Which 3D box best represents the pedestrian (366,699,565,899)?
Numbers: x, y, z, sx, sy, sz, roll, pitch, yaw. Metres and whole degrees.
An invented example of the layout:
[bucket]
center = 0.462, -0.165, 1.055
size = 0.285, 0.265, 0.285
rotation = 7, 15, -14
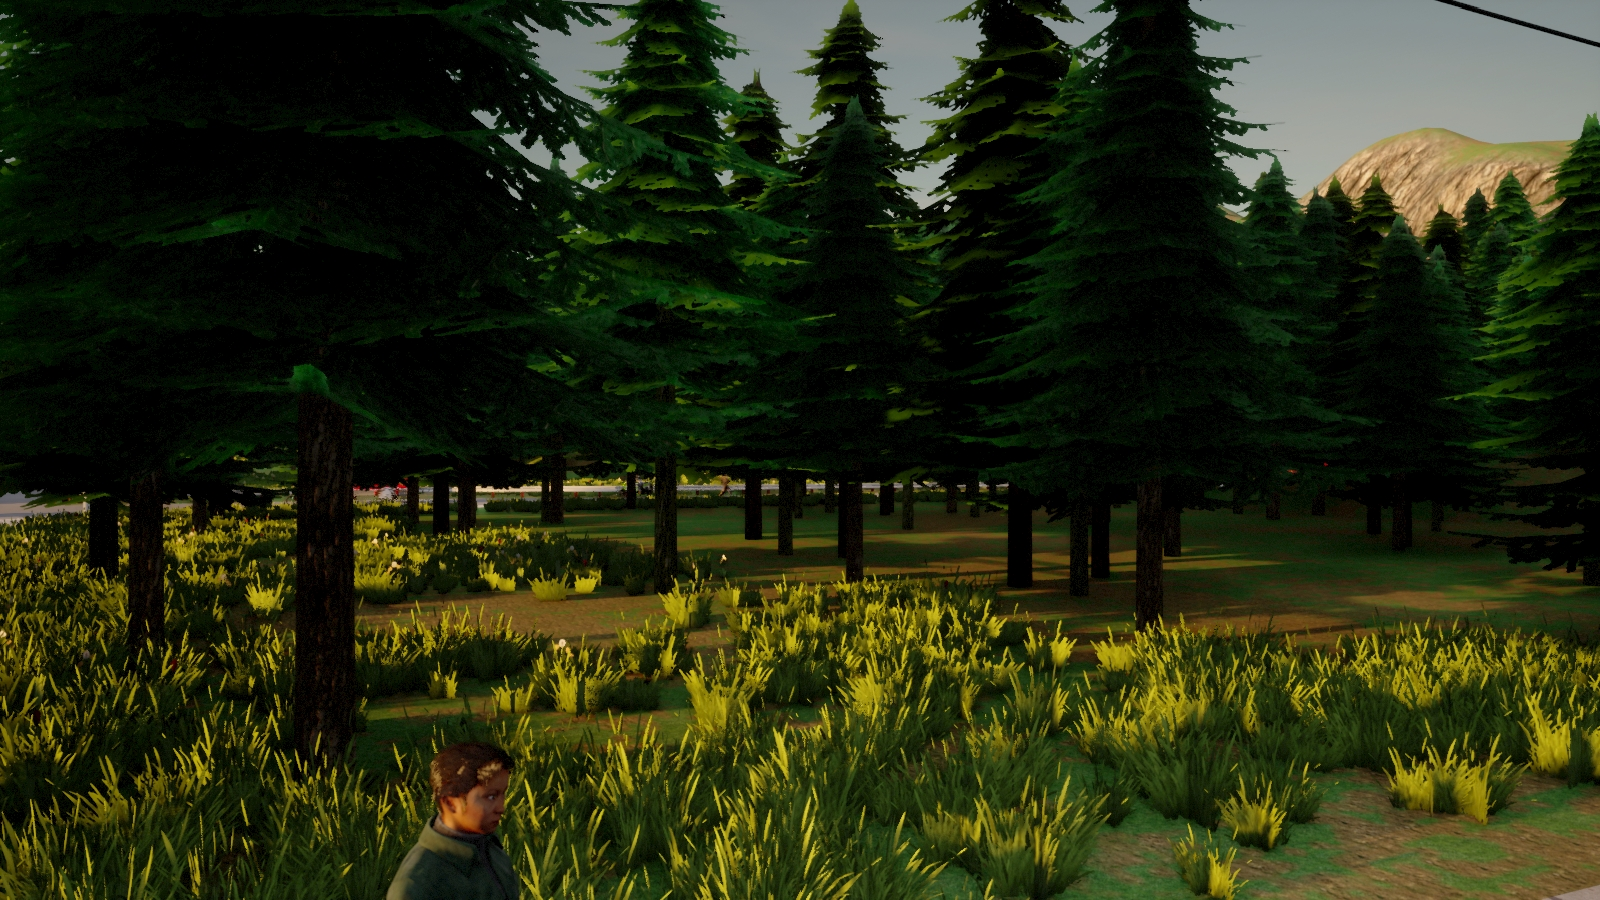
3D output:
[pedestrian]
center = -0.903, 1.663, 3.120
size = 0.375, 1.860, 0.375
rotation = 0, 0, 19
